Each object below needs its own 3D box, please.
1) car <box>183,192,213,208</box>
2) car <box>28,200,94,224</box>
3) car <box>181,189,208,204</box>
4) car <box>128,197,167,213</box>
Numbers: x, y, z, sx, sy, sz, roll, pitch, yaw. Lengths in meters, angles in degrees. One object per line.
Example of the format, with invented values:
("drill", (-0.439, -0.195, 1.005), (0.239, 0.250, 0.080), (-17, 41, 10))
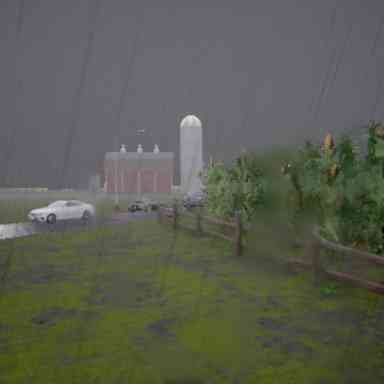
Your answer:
("car", (1.453, 1.042, 35.503), (2.033, 1.411, 5.357), (-1, 1, 27))
("car", (-8.993, 1.321, 23.226), (1.812, 1.442, 4.674), (-1, 1, 31))
("car", (0.753, 0.675, 40.740), (2.150, 2.045, 5.566), (-1, 1, 26))
("car", (-4.146, 1.197, 31.436), (1.994, 1.385, 4.181), (-1, 1, 29))
